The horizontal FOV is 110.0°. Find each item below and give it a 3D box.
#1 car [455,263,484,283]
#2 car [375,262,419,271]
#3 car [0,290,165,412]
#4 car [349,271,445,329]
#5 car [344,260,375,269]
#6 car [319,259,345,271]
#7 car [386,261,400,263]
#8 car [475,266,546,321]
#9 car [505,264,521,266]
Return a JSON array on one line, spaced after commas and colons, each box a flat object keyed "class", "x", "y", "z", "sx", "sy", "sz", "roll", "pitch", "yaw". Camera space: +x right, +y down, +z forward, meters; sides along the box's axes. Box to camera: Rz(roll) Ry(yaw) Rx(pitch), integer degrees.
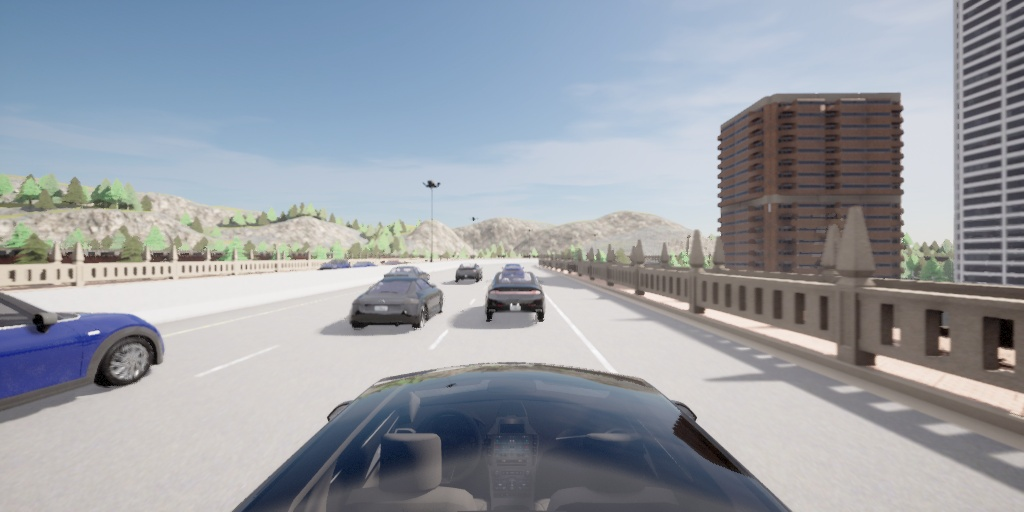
[{"class": "car", "x": -3.408, "y": 1.311, "z": 29.123, "sx": 2.128, "sy": 1.511, "sz": 4.902, "roll": 0, "pitch": 0, "yaw": 0}, {"class": "car", "x": -6.907, "y": 1.353, "z": 23.721, "sx": 2.033, "sy": 1.411, "sz": 5.357, "roll": 0, "pitch": 0, "yaw": 0}, {"class": "car", "x": -6.902, "y": 1.108, "z": 4.122, "sx": 2.097, "sy": 1.767, "sz": 4.553, "roll": 0, "pitch": 0, "yaw": 0}, {"class": "car", "x": -3.404, "y": 1.338, "z": 11.339, "sx": 1.994, "sy": 1.385, "sz": 4.181, "roll": 0, "pitch": 0, "yaw": 0}, {"class": "car", "x": -17.600, "y": 1.379, "z": 42.552, "sx": 1.812, "sy": 1.442, "sz": 4.674, "roll": 0, "pitch": 0, "yaw": 0}, {"class": "car", "x": -21.097, "y": 1.206, "z": 43.022, "sx": 2.097, "sy": 1.767, "sz": 4.553, "roll": 0, "pitch": 0, "yaw": 0}, {"class": "car", "x": -14.101, "y": 1.331, "z": 42.476, "sx": 1.882, "sy": 1.535, "sz": 5.008, "roll": 0, "pitch": 0, "yaw": 0}, {"class": "car", "x": 0.096, "y": 1.269, "z": 12.588, "sx": 2.128, "sy": 1.511, "sz": 4.902, "roll": 0, "pitch": 0, "yaw": 0}, {"class": "car", "x": 0.078, "y": 1.349, "z": 30.186, "sx": 1.812, "sy": 1.442, "sz": 4.674, "roll": 0, "pitch": 0, "yaw": 0}]
